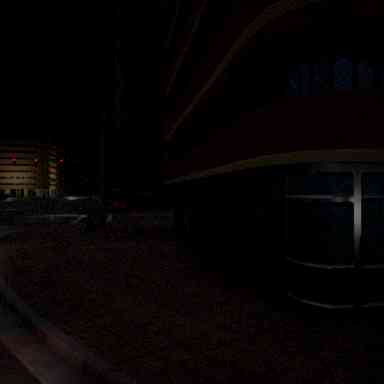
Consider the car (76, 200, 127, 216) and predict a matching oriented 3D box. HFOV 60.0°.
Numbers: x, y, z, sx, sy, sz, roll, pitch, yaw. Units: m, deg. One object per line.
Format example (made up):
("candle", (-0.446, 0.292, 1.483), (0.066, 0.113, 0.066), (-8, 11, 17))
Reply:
("car", (-9.053, 1.529, 33.458), (5.008, 1.535, 1.882), (0, 0, -16))
